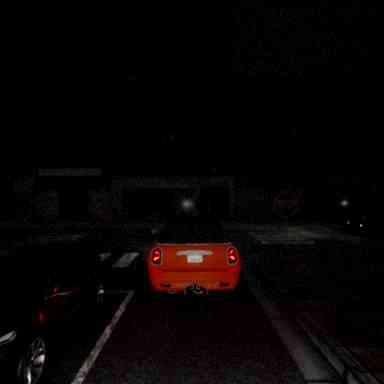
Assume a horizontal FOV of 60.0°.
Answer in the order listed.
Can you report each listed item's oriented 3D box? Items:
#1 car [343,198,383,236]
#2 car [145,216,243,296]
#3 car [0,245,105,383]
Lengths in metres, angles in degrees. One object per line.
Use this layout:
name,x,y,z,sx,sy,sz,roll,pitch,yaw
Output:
car,11.585,1.297,18.782,5.566,2.045,2.150,-1,0,0
car,-0.051,1.410,8.986,2.097,1.767,4.553,0,0,-3
car,-2.639,1.600,5.234,1.947,1.339,4.313,0,0,0
